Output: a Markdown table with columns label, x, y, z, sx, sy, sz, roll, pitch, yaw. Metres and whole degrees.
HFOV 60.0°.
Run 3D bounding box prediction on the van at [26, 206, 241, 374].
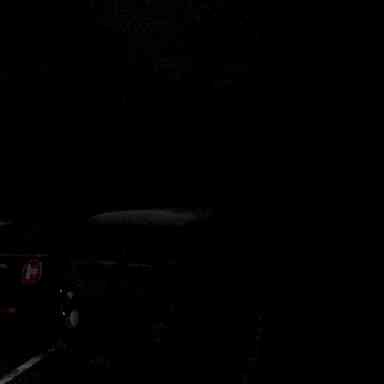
| label | x | y | z | sx | sy | sz | roll | pitch | yaw |
| --- | --- | --- | --- | --- | --- | --- | --- | --- | --- |
| van | -0.315 | 1.254 | 5.622 | 1.878 | 1.987 | 4.442 | 0 | -1 | 16 |

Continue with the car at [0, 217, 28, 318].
| label | x | y | z | sx | sy | sz | roll | pitch | yaw |
| --- | --- | --- | --- | --- | --- | --- | --- | --- | --- |
| car | -2.689 | 1.356 | 7.445 | 2.185 | 1.767 | 4.553 | 0 | -1 | 17 |
